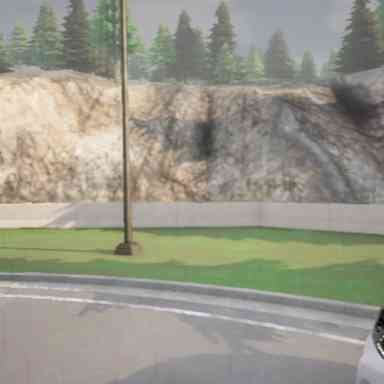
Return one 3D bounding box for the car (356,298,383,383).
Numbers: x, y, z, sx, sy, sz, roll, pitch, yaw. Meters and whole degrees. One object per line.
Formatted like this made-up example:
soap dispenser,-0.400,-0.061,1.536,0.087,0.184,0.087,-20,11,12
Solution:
car,3.842,1.104,1.434,5.566,2.045,2.150,0,1,42
